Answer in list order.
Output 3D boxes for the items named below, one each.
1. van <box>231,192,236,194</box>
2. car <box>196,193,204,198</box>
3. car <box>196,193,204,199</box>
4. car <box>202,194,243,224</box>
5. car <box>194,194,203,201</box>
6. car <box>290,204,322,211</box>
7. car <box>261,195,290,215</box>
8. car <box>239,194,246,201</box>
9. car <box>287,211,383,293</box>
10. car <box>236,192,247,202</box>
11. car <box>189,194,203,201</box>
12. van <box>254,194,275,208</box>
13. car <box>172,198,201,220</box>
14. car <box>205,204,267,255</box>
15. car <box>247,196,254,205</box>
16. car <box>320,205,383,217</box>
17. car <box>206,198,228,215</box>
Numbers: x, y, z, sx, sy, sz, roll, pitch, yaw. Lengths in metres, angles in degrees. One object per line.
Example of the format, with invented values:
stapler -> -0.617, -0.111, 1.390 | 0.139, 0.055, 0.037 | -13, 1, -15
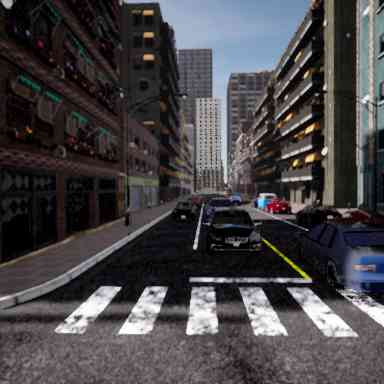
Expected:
van -> 9.684, 0.885, 69.837 | 1.690, 1.788, 3.998 | -1, 0, 2
car -> 2.234, 1.006, 92.274 | 1.887, 1.381, 4.507 | -1, 0, 2
car -> 2.004, 1.057, 86.755 | 1.947, 1.339, 4.313 | -1, 0, 2
car -> 1.908, 1.208, 22.043 | 2.097, 1.767, 4.553 | 0, 0, 2
car -> 1.306, 1.110, 70.030 | 1.752, 1.417, 4.829 | -1, 0, 2
car -> 7.617, 1.404, 20.171 | 1.947, 1.339, 4.313 | -1, 0, 2
car -> 8.077, 1.315, 31.208 | 1.887, 1.381, 4.507 | -1, 0, 2
car -> 6.203, 1.282, 48.296 | 1.895, 1.301, 4.718 | 0, 0, 2
car -> 4.112, 1.472, 8.769 | 2.033, 1.411, 5.357 | 0, 0, 4
car -> 9.233, 1.131, 58.970 | 1.752, 1.417, 4.829 | -1, 0, 2
car -> 0.164, 1.289, 42.607 | 1.887, 1.381, 4.507 | -1, 0, 2
van -> 8.304, 1.078, 36.725 | 1.690, 1.788, 3.998 | -1, 0, 2
car -> -0.526, 1.410, 26.051 | 1.947, 1.339, 4.313 | -1, 0, 2
car -> 1.526, 1.417, 13.024 | 1.837, 1.490, 4.892 | 0, 0, 3
car -> 8.537, 1.270, 42.245 | 1.947, 1.339, 4.313 | -1, 0, 2
car -> 7.387, 1.454, 14.652 | 1.802, 1.307, 4.206 | -1, 0, 2
car -> 2.326, 1.359, 32.013 | 1.994, 1.385, 4.181 | 0, 0, 2
